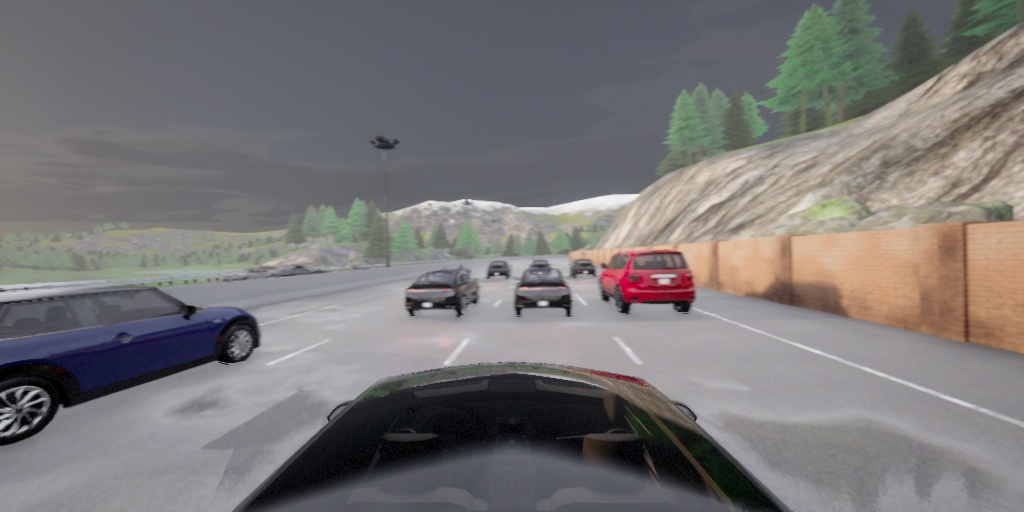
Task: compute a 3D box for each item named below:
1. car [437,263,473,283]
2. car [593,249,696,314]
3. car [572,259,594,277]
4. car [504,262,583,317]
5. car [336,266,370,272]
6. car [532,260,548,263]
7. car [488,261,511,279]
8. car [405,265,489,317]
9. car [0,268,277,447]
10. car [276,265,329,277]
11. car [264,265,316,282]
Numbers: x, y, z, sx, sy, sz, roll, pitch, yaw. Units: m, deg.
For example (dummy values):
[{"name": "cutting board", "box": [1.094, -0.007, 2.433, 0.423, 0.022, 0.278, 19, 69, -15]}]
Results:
[{"name": "car", "box": [-4.642, 1.357, 29.823, 1.895, 1.301, 4.718, -1, 0, 4]}, {"name": "car", "box": [4.606, 0.810, 13.033, 2.150, 2.045, 5.566, -1, 0, 4]}, {"name": "car", "box": [5.920, 0.992, 30.341, 1.837, 1.490, 4.892, -1, 0, 4]}, {"name": "car", "box": [1.095, 1.169, 12.940, 2.128, 1.511, 4.902, -1, 0, 4]}, {"name": "car", "box": [-15.013, 1.601, 34.480, 1.895, 1.301, 4.718, -1, 0, 4]}, {"name": "car", "box": [2.437, 1.079, 30.678, 1.837, 1.490, 4.892, -1, 0, 4]}, {"name": "car", "box": [-1.045, 1.166, 31.039, 1.837, 1.490, 4.892, -1, 0, 4]}, {"name": "car", "box": [-2.387, 1.257, 13.294, 2.128, 1.511, 4.902, -1, 0, 4]}, {"name": "car", "box": [-6.489, 1.250, 5.740, 2.097, 1.767, 4.553, -1, 0, 5]}, {"name": "car", "box": [-18.683, 1.703, 32.363, 1.895, 1.301, 4.718, -1, 0, 4]}, {"name": "car", "box": [-21.936, 1.677, 35.723, 1.837, 1.490, 4.892, -1, 0, 4]}]
